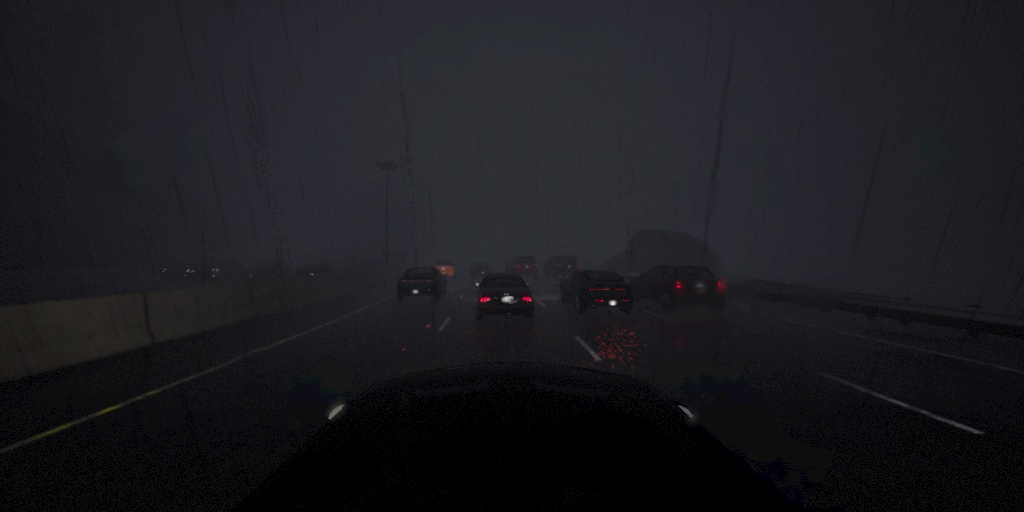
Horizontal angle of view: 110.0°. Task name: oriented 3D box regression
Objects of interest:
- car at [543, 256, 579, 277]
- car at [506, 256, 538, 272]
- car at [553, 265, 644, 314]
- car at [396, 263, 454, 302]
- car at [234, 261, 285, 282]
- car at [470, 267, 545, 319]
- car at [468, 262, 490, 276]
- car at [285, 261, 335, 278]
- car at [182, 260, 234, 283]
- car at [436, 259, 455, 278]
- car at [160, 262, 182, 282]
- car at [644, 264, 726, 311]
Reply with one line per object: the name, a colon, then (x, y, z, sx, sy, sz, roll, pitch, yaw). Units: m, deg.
car: (4.419, 0.985, 32.788, 2.150, 2.045, 5.566, 0, 0, -9)
car: (0.844, 0.993, 32.947, 2.150, 2.045, 5.566, 0, 0, -9)
car: (3.072, 1.257, 13.895, 1.837, 1.490, 4.892, 0, 0, -4)
car: (-4.209, 1.263, 17.268, 2.128, 1.511, 4.902, 0, 0, -5)
car: (-20.085, 1.309, 29.533, 2.128, 1.511, 4.902, 0, 0, -10)
car: (-0.324, 1.307, 12.842, 2.033, 1.411, 5.357, 0, 0, -4)
car: (-3.052, 1.308, 34.751, 1.812, 1.442, 4.674, 0, 0, -10)
car: (-16.636, 1.358, 30.297, 2.033, 1.411, 5.357, 0, 0, -10)
car: (-23.536, 1.178, 28.908, 2.097, 1.767, 4.553, 0, 0, -10)
car: (-6.408, 1.141, 33.621, 2.097, 1.767, 4.553, 0, 0, -10)
car: (-27.377, 1.188, 30.598, 2.097, 1.767, 4.553, 0, 0, -11)
car: (6.509, 1.097, 14.710, 2.097, 1.767, 4.553, 0, 0, -4)
